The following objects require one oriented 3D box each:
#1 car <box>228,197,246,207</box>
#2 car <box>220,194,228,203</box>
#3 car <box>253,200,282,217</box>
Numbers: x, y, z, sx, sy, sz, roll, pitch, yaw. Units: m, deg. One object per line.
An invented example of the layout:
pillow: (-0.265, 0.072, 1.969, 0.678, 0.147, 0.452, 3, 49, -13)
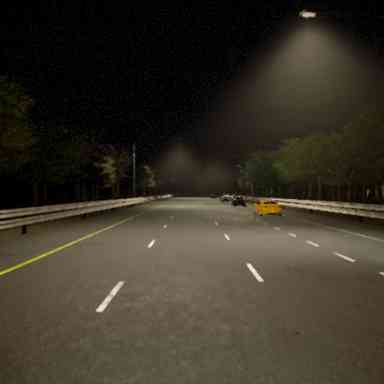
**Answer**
car: (7.026, 1.577, 50.930, 1.837, 1.490, 4.892, 0, 0, 0)
car: (7.107, 1.646, 72.839, 1.895, 1.301, 4.718, 0, 0, 0)
car: (6.997, 1.501, 31.189, 1.882, 1.535, 5.008, 0, 0, 0)
